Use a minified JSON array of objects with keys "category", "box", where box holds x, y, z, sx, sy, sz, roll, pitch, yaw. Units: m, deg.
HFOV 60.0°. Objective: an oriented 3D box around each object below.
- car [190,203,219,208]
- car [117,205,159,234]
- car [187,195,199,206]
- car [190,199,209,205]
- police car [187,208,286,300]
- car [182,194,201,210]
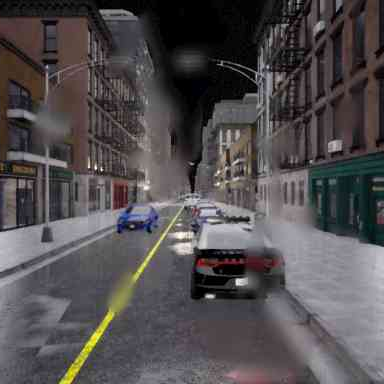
[{"category":"car","box":[0.940,1.535,18.484,1.812,1.442,4.674,0,0,0]},{"category":"car","box":[-3.059,1.488,19.528,1.882,1.535,5.008,0,0,0]},{"category":"car","box":[0.127,1.487,59.489,2.097,1.767,4.553,0,0,0]},{"category":"car","box":[0.953,1.496,24.484,1.882,1.535,5.008,0,0,0]},{"category":"police car","box":[0.918,1.426,8.593,1.930,1.638,5.238,0,0,0]},{"category":"car","box":[0.106,1.301,45.533,2.150,2.045,5.566,0,0,1]}]
